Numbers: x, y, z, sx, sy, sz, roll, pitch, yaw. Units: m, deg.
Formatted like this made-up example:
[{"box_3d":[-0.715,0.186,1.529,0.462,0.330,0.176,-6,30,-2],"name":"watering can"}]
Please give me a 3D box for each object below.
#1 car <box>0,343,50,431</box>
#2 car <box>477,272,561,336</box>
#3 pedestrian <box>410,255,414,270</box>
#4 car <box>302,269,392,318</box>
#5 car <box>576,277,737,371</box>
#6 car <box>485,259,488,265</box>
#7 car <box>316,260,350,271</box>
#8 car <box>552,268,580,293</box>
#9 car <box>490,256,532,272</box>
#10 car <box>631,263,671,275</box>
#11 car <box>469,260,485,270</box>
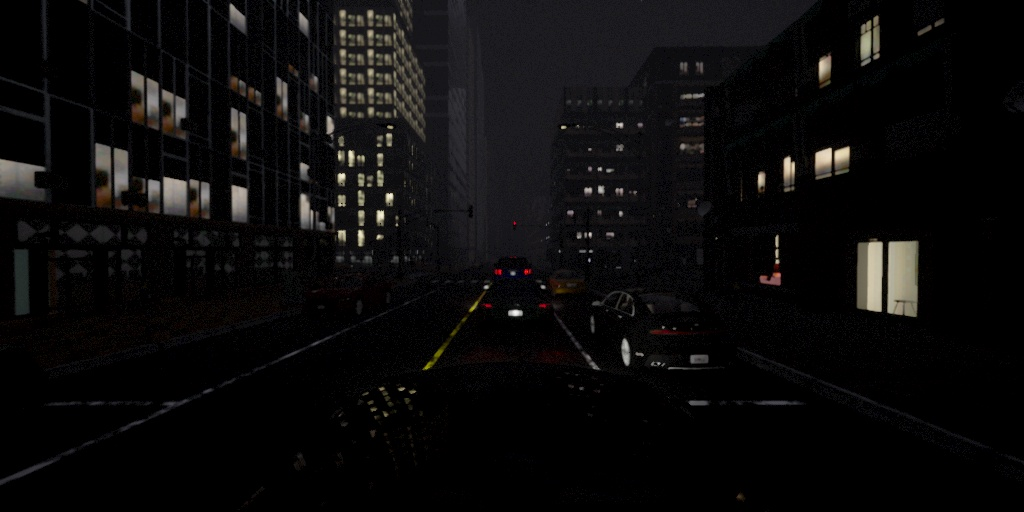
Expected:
[{"box_3d":[-5.794,1.301,1.941,2.007,1.370,4.403,0,0,0],"name":"car"},{"box_3d":[0.081,1.334,10.511,1.994,1.385,4.181,0,0,0],"name":"car"},{"box_3d":[-12.635,0.783,45.279,0.375,1.860,0.375,0,0,1],"name":"pedestrian"},{"box_3d":[-5.843,1.322,13.230,1.888,1.381,4.507,0,0,0],"name":"car"},{"box_3d":[2.808,1.314,7.546,2.007,1.370,4.403,0,0,0],"name":"car"},{"box_3d":[-5.812,1.461,62.426,1.948,1.339,4.313,0,0,0],"name":"car"},{"box_3d":[-21.748,1.132,42.423,4.829,1.417,1.751,0,0,1],"name":"car"},{"box_3d":[2.785,1.315,19.004,1.751,1.417,4.829,0,0,0],"name":"car"},{"box_3d":[0.055,1.019,21.775,2.150,2.045,5.566,0,0,0],"name":"car"},{"box_3d":[16.229,1.476,42.000,4.403,1.370,2.007,0,0,1],"name":"car"},{"box_3d":[-5.800,1.406,56.602,1.751,1.417,4.829,0,0,0],"name":"car"}]
